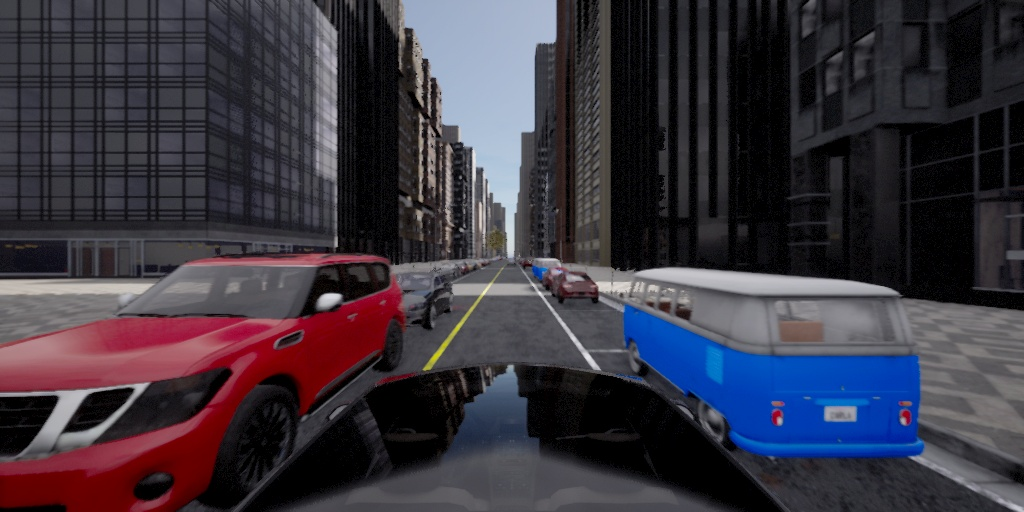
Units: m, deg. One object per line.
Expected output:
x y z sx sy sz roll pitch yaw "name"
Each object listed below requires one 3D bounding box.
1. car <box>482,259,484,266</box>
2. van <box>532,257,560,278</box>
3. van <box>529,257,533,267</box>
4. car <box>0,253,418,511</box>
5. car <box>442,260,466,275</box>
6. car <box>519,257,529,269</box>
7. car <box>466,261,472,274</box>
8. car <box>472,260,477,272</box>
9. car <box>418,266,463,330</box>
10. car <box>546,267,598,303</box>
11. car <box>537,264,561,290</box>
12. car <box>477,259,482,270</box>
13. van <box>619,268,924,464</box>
-5.802 1.290 55.781 1.751 1.417 4.829 0 0 0 "car"
2.743 1.096 27.574 1.690 1.789 3.998 0 0 0 "van"
2.739 1.098 33.252 1.690 1.789 3.998 0 0 0 "van"
-3.095 0.974 4.732 2.150 2.045 5.566 0 0 0 "car"
-5.786 1.308 33.243 2.007 1.370 4.403 0 0 0 "car"
2.723 1.080 55.961 2.192 1.841 5.009 0 0 0 "car"
-5.790 1.199 38.920 1.967 1.591 4.097 0 0 0 "car"
-5.794 1.286 44.427 1.751 1.417 4.829 0 0 0 "car"
-3.007 1.242 11.139 2.128 1.511 4.902 0 0 0 "car"
2.752 1.334 16.218 1.802 1.307 4.207 0 0 0 "car"
2.748 1.335 21.896 1.802 1.307 4.207 0 0 0 "car"
-5.798 1.329 50.275 1.948 1.339 4.313 0 0 0 "car"
2.760 1.091 4.864 1.690 1.789 3.998 0 0 0 "van"
